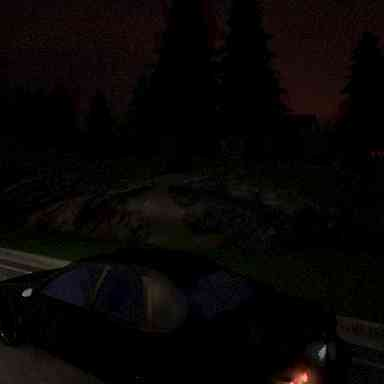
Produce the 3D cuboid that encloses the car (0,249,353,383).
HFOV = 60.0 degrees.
[{"bbox_3d":[-0.814,1.547,4.575,5.357,1.411,2.033,0,0,36],"label":"car"}]
